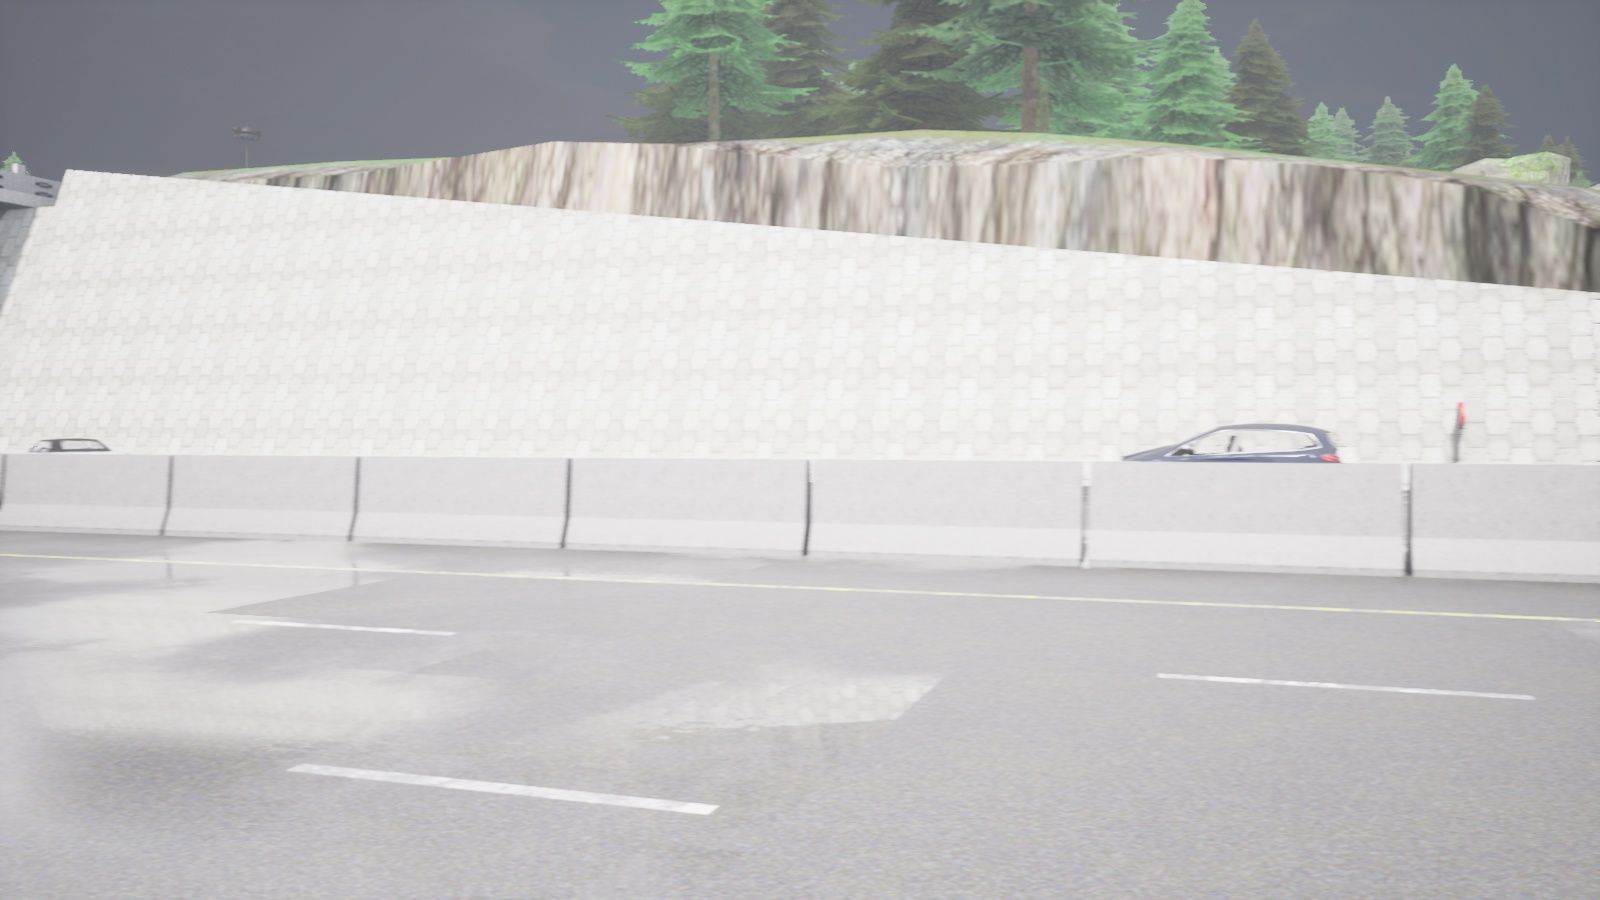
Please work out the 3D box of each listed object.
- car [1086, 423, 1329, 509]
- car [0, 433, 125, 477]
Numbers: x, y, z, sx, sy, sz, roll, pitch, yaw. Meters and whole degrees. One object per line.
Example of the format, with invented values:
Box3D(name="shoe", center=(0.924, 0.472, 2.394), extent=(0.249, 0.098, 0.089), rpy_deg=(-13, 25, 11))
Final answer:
Box3D(name="car", center=(8.434, 0.281, 26.200), extent=(4.611, 1.667, 2.242), rpy_deg=(1, 1, 19))
Box3D(name="car", center=(-23.697, 0.111, 40.033), extent=(4.718, 1.301, 1.895), rpy_deg=(1, 1, 35))
